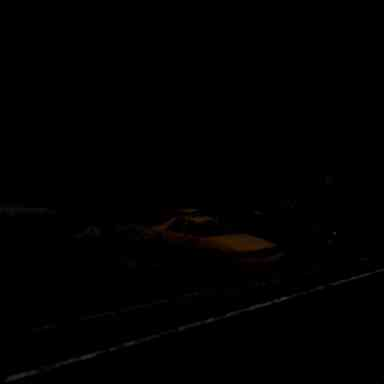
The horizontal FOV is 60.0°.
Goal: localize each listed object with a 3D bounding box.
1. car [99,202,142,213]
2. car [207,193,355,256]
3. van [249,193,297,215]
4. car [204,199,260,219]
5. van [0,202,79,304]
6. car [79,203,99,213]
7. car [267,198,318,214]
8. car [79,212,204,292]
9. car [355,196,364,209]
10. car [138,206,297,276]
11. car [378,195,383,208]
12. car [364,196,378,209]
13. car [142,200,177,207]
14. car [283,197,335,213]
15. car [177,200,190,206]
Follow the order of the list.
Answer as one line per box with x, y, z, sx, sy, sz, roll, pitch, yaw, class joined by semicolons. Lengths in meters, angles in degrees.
-5.696;1.445;22.609;2.231;1.521;4.892;0;0;-36;car
2.632;1.185;12.441;2.435;2.045;5.566;0;0;-36;car
7.790;1.104;32.375;1.878;1.987;4.442;0;0;-36;van
3.360;1.397;29.032;2.163;1.488;4.792;0;0;-36;car
-4.296;1.268;7.672;1.878;1.987;4.442;0;0;-36;van
-7.954;1.463;20.995;2.097;1.535;5.008;0;0;-36;car
10.119;1.351;33.892;2.002;1.452;4.674;0;0;-36;car
-1.947;1.515;9.209;2.002;1.452;4.674;0;0;-36;car
16.875;1.130;38.759;2.185;1.767;4.553;0;0;-36;car
0.443;1.452;10.685;1.946;1.575;5.366;0;0;-36;car
21.415;1.222;41.955;2.231;1.521;4.892;0;0;-36;car
19.150;1.238;40.352;2.097;1.535;5.008;0;0;-36;car
-3.451;1.454;24.240;2.163;1.488;4.792;0;0;-36;car
12.380;1.292;35.504;2.097;1.535;5.008;0;0;-36;car
-1.068;1.403;25.678;1.946;1.575;5.366;0;0;-36;car
